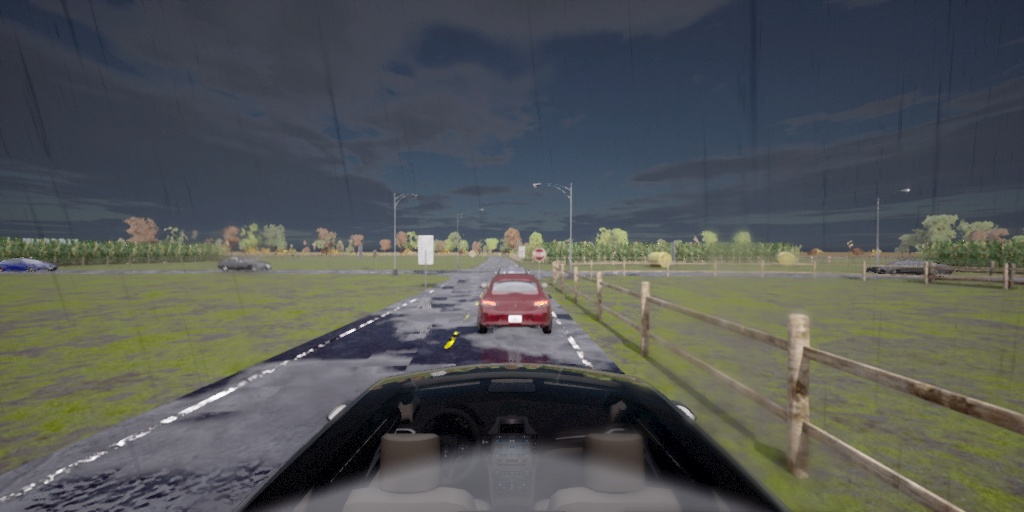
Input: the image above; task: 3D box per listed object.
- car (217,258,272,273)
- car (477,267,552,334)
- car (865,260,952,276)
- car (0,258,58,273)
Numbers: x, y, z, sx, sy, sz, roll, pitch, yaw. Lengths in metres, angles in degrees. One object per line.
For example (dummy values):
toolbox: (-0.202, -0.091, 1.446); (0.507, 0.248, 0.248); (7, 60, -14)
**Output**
car: (-27.303, 0.935, 36.725); (4.902, 1.511, 2.128); (0, 1, 1)
car: (0.072, 1.204, 10.220); (1.812, 1.442, 4.674); (0, 0, 0)
car: (34.886, 1.061, 31.697); (5.357, 1.411, 2.033); (0, 1, 14)
car: (-49.094, 0.969, 36.205); (4.674, 1.442, 1.812); (0, 1, -3)
